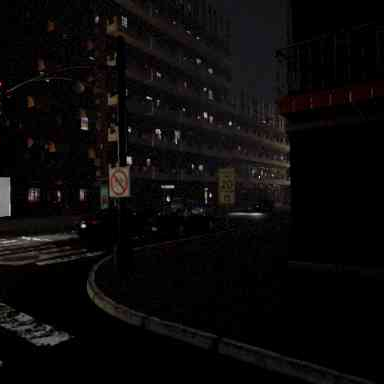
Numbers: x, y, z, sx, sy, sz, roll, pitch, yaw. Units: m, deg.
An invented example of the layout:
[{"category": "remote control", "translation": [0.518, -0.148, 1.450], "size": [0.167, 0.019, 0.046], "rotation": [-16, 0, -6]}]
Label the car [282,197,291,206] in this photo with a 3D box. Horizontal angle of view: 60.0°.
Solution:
[{"category": "car", "translation": [15.835, 1.496, 52.899], "size": [1.752, 1.417, 4.829], "rotation": [-1, -1, 36]}]

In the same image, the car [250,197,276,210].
[{"category": "car", "translation": [9.428, 1.431, 43.993], "size": [1.967, 1.590, 4.097], "rotation": [-1, -1, 36]}]

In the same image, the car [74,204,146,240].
[{"category": "car", "translation": [-3.703, 1.507, 16.662], "size": [1.994, 1.385, 4.181], "rotation": [-1, -1, 37]}]

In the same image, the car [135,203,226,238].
[{"category": "car", "translation": [-0.433, 1.435, 16.780], "size": [2.008, 1.369, 4.403], "rotation": [-1, -1, 36]}]

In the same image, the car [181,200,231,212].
[{"category": "car", "translation": [1.404, 1.574, 28.608], "size": [1.895, 1.301, 4.718], "rotation": [-1, -1, 36]}]

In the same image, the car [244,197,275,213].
[{"category": "car", "translation": [7.458, 1.478, 37.012], "size": [1.812, 1.442, 4.674], "rotation": [-1, -1, 36]}]

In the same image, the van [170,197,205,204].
[{"category": "van", "translation": [-0.330, 1.365, 30.425], "size": [1.690, 1.788, 3.998], "rotation": [-1, -1, 36]}]
